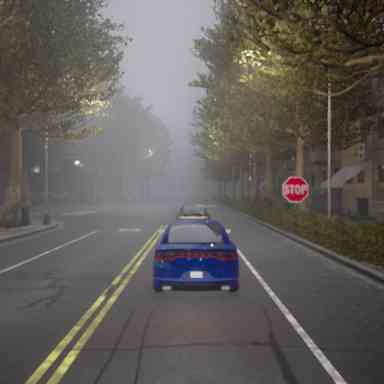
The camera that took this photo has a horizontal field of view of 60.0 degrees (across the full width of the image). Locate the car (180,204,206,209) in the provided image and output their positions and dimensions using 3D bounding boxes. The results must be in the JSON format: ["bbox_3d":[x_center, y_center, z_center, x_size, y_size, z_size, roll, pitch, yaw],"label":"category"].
[{"bbox_3d":[0.054,1.423,18.457,2.128,1.511,4.902,0,0,0],"label":"car"}]

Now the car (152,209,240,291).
[{"bbox_3d":[0.080,1.445,8.910,1.882,1.535,5.008,0,0,0],"label":"car"}]
